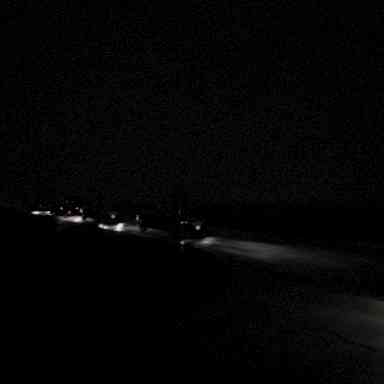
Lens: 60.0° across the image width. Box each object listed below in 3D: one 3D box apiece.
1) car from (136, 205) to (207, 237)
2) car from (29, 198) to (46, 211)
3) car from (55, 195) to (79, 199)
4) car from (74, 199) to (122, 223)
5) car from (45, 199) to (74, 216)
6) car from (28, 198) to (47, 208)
[{"bbox_3d":[-1.224,1.467,17.991,2.128,1.511,4.902,1,-1,-38],"label":"car"},{"bbox_3d":[-19.067,1.625,41.718,1.837,1.490,4.892,1,-1,-37],"label":"car"},{"bbox_3d":[-16.103,1.377,42.621,2.150,2.045,5.566,1,-1,-37],"label":"car"},{"bbox_3d":[-7.098,1.503,25.730,2.128,1.511,4.902,1,-1,-37],"label":"car"},{"bbox_3d":[-13.058,1.663,33.668,1.895,1.301,4.718,1,-1,-37],"label":"car"},{"bbox_3d":[-25.900,1.751,55.642,1.882,1.535,5.008,1,-1,-37],"label":"car"}]
